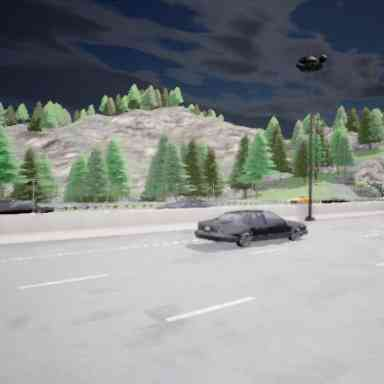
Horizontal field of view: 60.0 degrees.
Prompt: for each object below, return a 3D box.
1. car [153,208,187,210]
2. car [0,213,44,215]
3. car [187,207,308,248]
[{"bbox_3d":[-0.541,1.376,25.082,5.357,1.411,2.033,0,0,-35],"label":"car"},{"bbox_3d":[-12.930,1.368,24.853,4.718,1.301,1.895,0,0,-35],"label":"car"},{"bbox_3d":[2.659,1.464,14.296,5.357,1.411,2.033,0,0,-34],"label":"car"}]
